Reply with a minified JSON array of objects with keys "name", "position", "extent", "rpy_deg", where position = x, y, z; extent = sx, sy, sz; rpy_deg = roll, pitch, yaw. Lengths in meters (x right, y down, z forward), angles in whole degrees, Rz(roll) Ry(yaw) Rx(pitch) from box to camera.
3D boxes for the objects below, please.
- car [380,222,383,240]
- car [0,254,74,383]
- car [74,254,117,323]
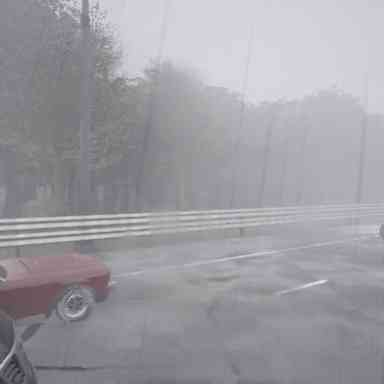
[{"name":"car","position":[10.707,1.569,15.682],"extent":[4.181,1.385,1.994],"rpy_deg":[0,0,-35]},{"name":"car","position":[-3.590,1.221,1.186],"extent":[5.566,2.045,2.150],"rpy_deg":[0,0,-35]},{"name":"car","position":[-3.708,1.574,5.399],"extent":[4.718,1.301,1.895],"rpy_deg":[-1,0,-36]}]
